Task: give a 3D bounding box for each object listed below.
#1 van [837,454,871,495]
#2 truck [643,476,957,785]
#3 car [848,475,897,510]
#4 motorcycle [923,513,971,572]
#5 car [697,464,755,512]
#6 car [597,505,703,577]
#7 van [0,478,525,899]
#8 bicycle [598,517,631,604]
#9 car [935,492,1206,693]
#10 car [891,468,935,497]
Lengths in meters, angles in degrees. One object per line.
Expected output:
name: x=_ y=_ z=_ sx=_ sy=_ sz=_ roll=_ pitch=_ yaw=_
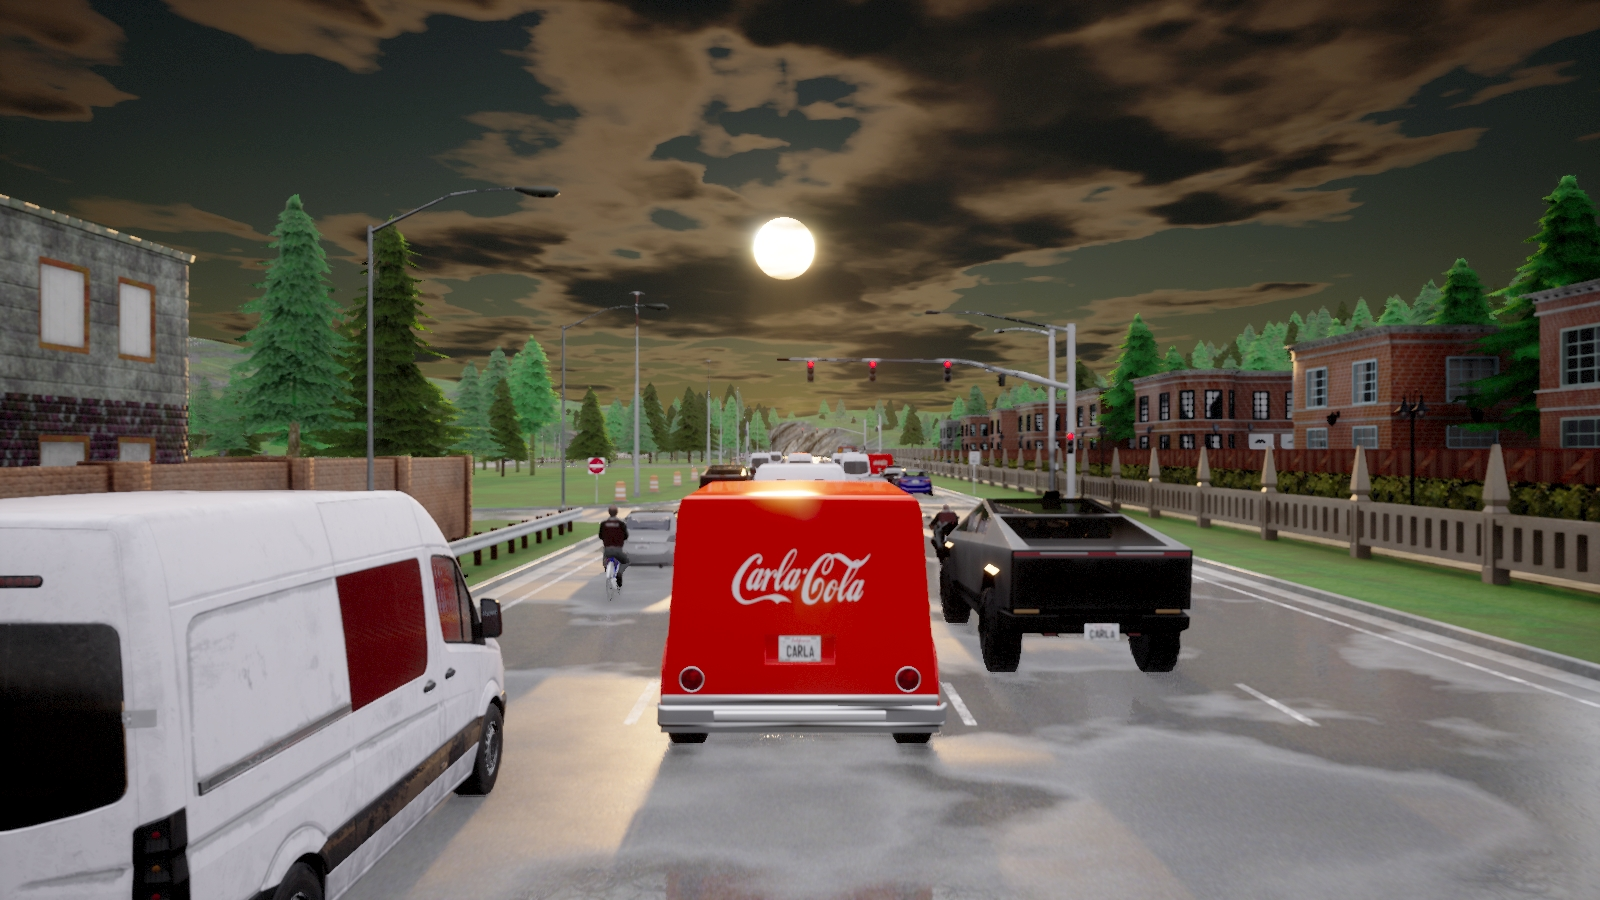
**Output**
van: x=3.494 y=1.549 z=74.977 sx=1.988 sy=2.561 sz=5.915 roll=0 pitch=0 yaw=0
truck: x=0.001 y=1.571 z=12.165 sx=2.627 sy=2.467 sz=5.204 roll=0 pitch=0 yaw=0
car: x=3.500 y=2.045 z=56.073 sx=2.097 sy=1.535 sz=5.006 roll=0 pitch=0 yaw=0
motorcycle: x=3.531 y=2.211 z=27.596 sx=0.867 sy=1.251 sz=2.209 roll=0 pitch=0 yaw=0
car: x=-3.501 y=1.764 z=55.003 sx=2.390 sy=2.098 sz=6.274 roll=0 pitch=0 yaw=0
car: x=-3.503 y=2.124 z=27.436 sx=1.994 sy=1.385 sz=4.181 roll=0 pitch=0 yaw=0
van: x=-3.502 y=1.536 z=7.461 sx=1.988 sy=2.561 sz=5.915 roll=0 pitch=0 yaw=0
bicycle: x=-3.501 y=2.065 z=21.681 sx=0.329 sy=1.471 sz=1.835 roll=0 pitch=0 yaw=0
car: x=3.501 y=1.757 z=16.344 sx=2.390 sy=2.098 sz=6.274 roll=0 pitch=0 yaw=0
car: x=6.999 y=1.982 z=71.256 sx=2.242 sy=1.667 sz=4.611 roll=0 pitch=0 yaw=0
